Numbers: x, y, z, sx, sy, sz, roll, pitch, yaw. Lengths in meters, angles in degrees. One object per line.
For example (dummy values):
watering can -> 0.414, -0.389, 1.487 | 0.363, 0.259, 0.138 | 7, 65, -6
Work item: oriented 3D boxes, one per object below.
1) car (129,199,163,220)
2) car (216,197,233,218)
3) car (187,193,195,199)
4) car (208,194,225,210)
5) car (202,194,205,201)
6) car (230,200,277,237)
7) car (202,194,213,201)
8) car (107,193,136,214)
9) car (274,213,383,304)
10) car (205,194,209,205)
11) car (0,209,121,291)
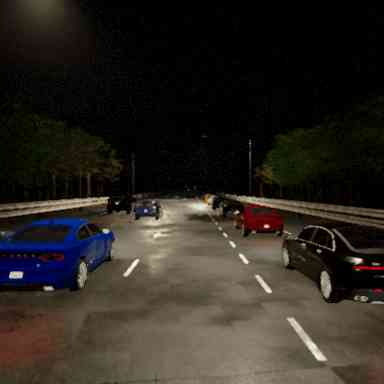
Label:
car -> -3.465, 1.477, 27.365 | 2.033, 1.411, 5.357 | 0, 0, 0
car -> 3.430, 1.429, 28.946 | 1.837, 1.490, 4.892 | 0, 0, 0
car -> -0.194, 1.012, 81.367 | 1.812, 1.442, 4.674 | 0, 1, 0
car -> 3.404, 1.315, 39.945 | 2.033, 1.649, 4.856 | 0, 0, 0
car -> 3.352, 1.275, 61.944 | 1.882, 1.535, 5.008 | 0, 0, 0
car -> 3.456, 1.437, 17.946 | 1.882, 1.535, 5.008 | 0, 0, 0
car -> 3.325, 1.224, 72.971 | 2.163, 1.488, 4.792 | 0, 1, 0
car -> -6.968, 1.131, 33.543 | 2.150, 2.045, 5.566 | 0, 0, 0
car -> 3.580, 1.489, 8.074 | 1.837, 1.490, 4.892 | 0, 0, 0
car -> 3.378, 1.368, 50.945 | 1.812, 1.442, 4.674 | 0, 0, 0
car -> -3.422, 1.459, 8.945 | 1.882, 1.535, 5.008 | 0, 0, 0
